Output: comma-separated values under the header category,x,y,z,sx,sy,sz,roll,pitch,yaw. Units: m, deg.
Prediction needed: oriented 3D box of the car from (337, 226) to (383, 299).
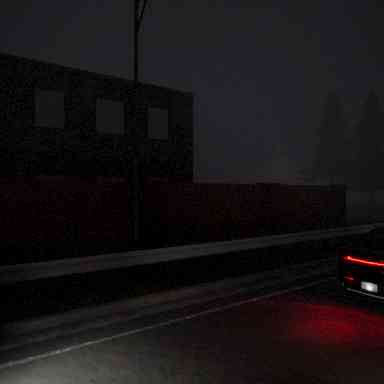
category,x,y,z,sx,sy,sz,roll,pitch,yaw
car,5.266,1.505,7.548,4.892,1.490,1.837,0,0,-35
